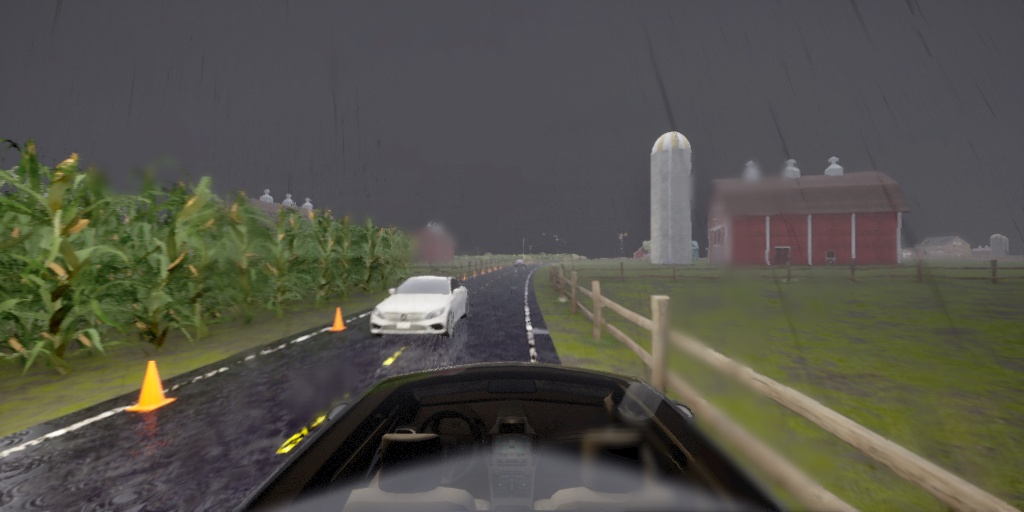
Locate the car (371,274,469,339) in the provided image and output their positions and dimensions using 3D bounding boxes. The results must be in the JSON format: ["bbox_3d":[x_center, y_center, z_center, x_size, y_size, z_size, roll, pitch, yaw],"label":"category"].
[{"bbox_3d":[-2.346,1.272,10.249,1.812,1.442,4.674,0,0,1],"label":"car"}]

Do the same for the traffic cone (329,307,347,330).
[{"bbox_3d":[-4.752,1.699,9.823,0.340,0.580,0.340,0,0,1],"label":"traffic cone"}]

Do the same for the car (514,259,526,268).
[{"bbox_3d":[1.412,1.280,63.351,1.812,1.442,4.674,0,0,3],"label":"car"}]

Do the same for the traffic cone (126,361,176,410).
[{"bbox_3d":[-4.819,1.699,4.798,0.340,0.580,0.340,0,0,0],"label":"traffic cone"}]

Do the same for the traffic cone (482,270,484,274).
[{"bbox_3d":[-3.231,1.701,39.938,0.340,0.580,0.340,0,0,5],"label":"traffic cone"}]

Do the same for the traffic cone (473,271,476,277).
[{"bbox_3d":[-3.617,1.700,34.926,0.340,0.580,0.340,0,0,4],"label":"traffic cone"}]

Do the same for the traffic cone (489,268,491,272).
[{"bbox_3d":[-2.791,1.702,44.945,0.340,0.580,0.340,0,0,5],"label":"traffic cone"}]

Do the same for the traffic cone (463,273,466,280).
[{"bbox_3d":[-3.950,1.699,29.911,0.340,0.580,0.340,0,0,4],"label":"traffic cone"}]
